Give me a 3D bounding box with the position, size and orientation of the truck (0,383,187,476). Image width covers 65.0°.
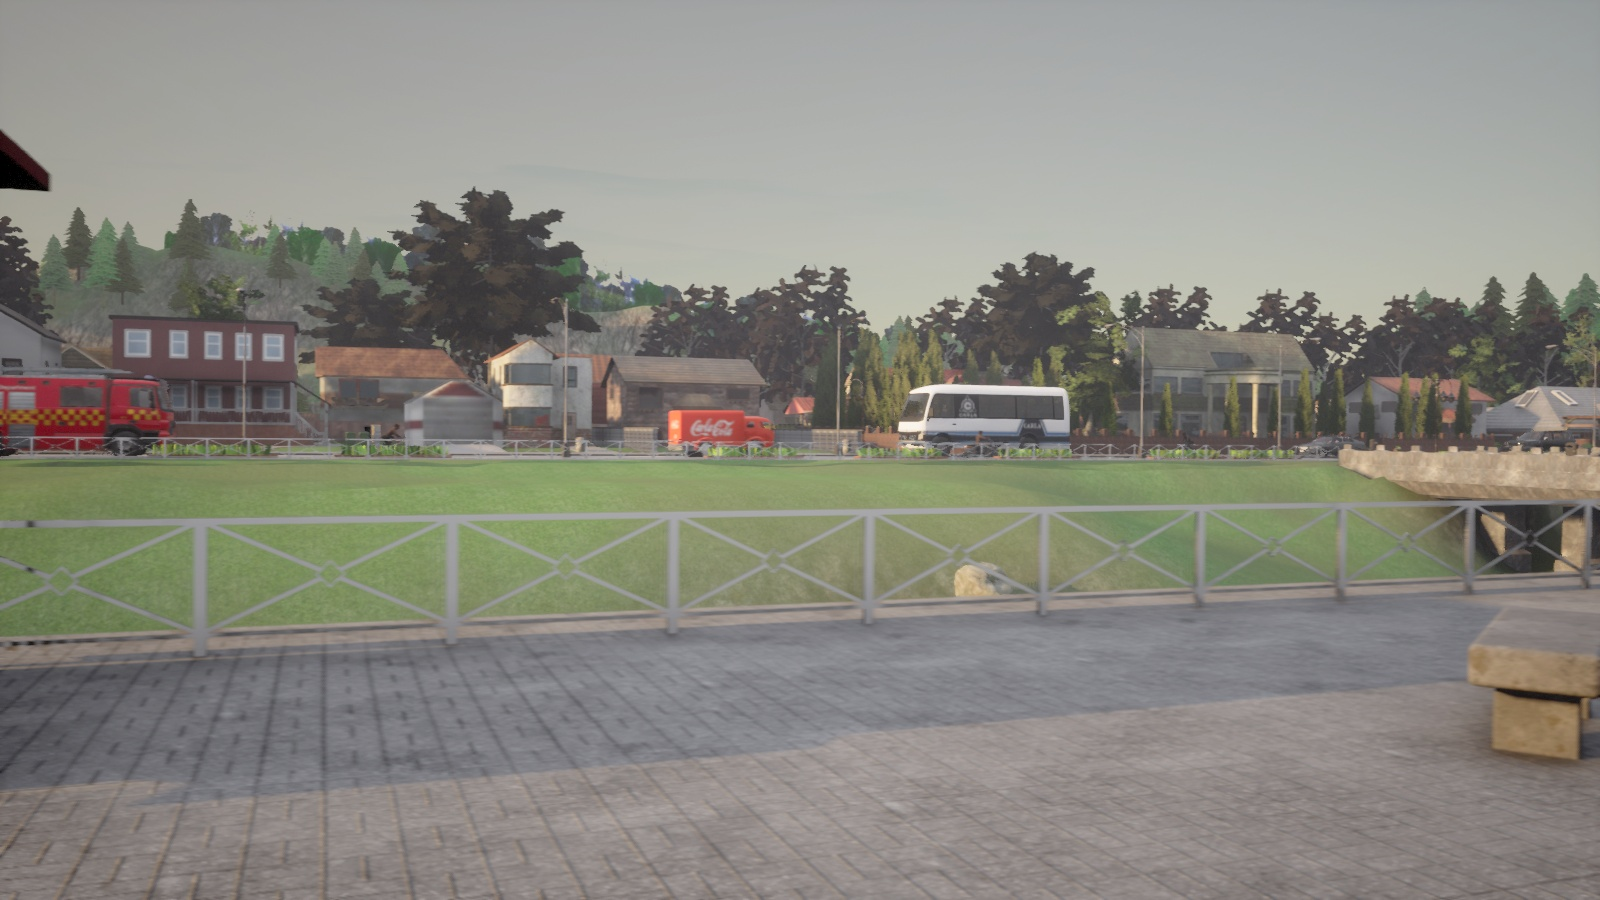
[{"bbox_3d":[-31.074,-0.904,53.681,8.468,3.827,2.891,-1,1,-21],"label":"truck"}]

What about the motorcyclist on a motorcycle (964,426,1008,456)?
[{"bbox_3d":[10.284,-0.492,69.387,2.350,1.649,0.766,-1,1,-21],"label":"motorcyclist on a motorcycle"}]

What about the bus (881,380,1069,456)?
[{"bbox_3d":[10.274,-1.888,73.645,10.273,4.253,3.944,-1,1,-21],"label":"bus"}]

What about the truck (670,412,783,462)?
[{"bbox_3d":[-3.771,-0.690,64.049,5.204,2.467,2.627,-1,1,-21],"label":"truck"}]

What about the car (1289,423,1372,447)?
[{"bbox_3d":[35.091,-0.978,83.078,4.902,1.511,2.128,-1,1,-21],"label":"car"}]
